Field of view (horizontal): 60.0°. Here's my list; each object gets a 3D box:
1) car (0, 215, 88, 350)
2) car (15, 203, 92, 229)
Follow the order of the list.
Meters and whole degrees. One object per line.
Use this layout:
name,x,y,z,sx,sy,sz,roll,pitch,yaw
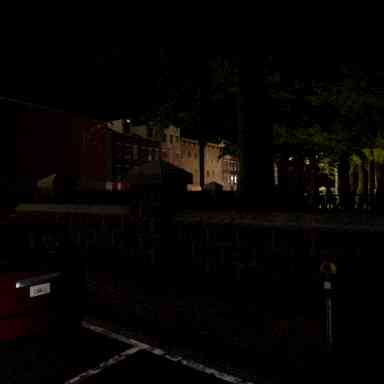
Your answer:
car,-3.860,1.318,5.588,5.009,1.841,2.192,0,-1,36
car,-9.395,1.583,22.935,1.812,1.442,4.674,-1,-1,35
